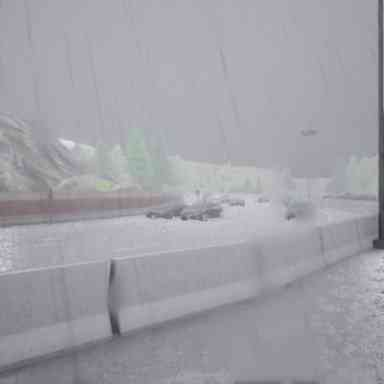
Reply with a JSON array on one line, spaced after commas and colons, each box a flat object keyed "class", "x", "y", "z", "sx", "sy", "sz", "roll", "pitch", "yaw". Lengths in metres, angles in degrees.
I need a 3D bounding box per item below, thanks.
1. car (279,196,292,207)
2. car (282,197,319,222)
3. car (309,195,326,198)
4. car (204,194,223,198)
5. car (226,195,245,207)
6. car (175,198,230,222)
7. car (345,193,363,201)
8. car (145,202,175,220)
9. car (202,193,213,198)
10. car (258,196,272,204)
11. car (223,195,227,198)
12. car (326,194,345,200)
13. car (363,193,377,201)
[{"class": "car", "x": 13.571, "y": 1.374, "z": 47.106, "sx": 2.128, "sy": 1.511, "sz": 4.902, "roll": 0, "pitch": 0, "yaw": 2}, {"class": "car", "x": 8.567, "y": 1.436, "z": 25.815, "sx": 1.837, "sy": 1.490, "sz": 4.892, "roll": 1, "pitch": 1, "yaw": 26}, {"class": "car", "x": 24.257, "y": 1.195, "z": 66.290, "sx": 1.895, "sy": 1.301, "sz": 4.718, "roll": 0, "pitch": 0, "yaw": 0}, {"class": "car", "x": 3.156, "y": 1.449, "z": 49.152, "sx": 1.882, "sy": 1.535, "sz": 5.008, "roll": 0, "pitch": 0, "yaw": 1}, {"class": "car", "x": 6.654, "y": 1.506, "z": 49.093, "sx": 1.994, "sy": 1.385, "sz": 4.181, "roll": 0, "pitch": 0, "yaw": 1}, {"class": "car", "x": 0.929, "y": 1.501, "z": 26.266, "sx": 1.837, "sy": 1.490, "sz": 4.892, "roll": 1, "pitch": 1, "yaw": 30}, {"class": "car", "x": 31.255, "y": 0.895, "z": 66.236, "sx": 2.097, "sy": 1.767, "sz": 4.553, "roll": 0, "pitch": 0, "yaw": 0}, {"class": "car", "x": -1.672, "y": 1.567, "z": 28.453, "sx": 2.033, "sy": 1.411, "sz": 5.357, "roll": 0, "pitch": 0, "yaw": 32}, {"class": "car", "x": 3.237, "y": 1.186, "z": 65.043, "sx": 2.150, "sy": 2.045, "sz": 5.566, "roll": 0, "pitch": 0, "yaw": 1}, {"class": "car", "x": 13.745, "y": 1.439, "z": 62.858, "sx": 1.994, "sy": 1.385, "sz": 4.181, "roll": 0, "pitch": 0, "yaw": 0}, {"class": "car", "x": 6.732, "y": 1.287, "z": 64.819, "sx": 2.097, "sy": 1.767, "sz": 4.553, "roll": 0, "pitch": 0, "yaw": 1}, {"class": "car", "x": 27.757, "y": 1.095, "z": 66.263, "sx": 2.128, "sy": 1.511, "sz": 4.902, "roll": 0, "pitch": 0, "yaw": 0}, {"class": "car", "x": 34.756, "y": 1.035, "z": 66.269, "sx": 2.128, "sy": 1.511, "sz": 4.902, "roll": 0, "pitch": 0, "yaw": 0}]
